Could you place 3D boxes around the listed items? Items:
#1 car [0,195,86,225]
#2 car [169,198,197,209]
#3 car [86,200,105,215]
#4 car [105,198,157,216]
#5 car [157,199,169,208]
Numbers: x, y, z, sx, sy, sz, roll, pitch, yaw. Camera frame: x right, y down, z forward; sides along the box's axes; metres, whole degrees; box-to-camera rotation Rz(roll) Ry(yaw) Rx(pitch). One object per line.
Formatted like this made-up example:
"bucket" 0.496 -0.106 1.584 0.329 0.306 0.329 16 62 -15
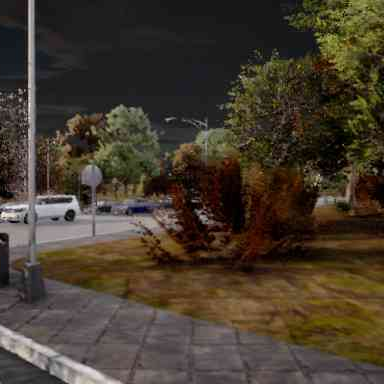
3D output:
"car" -11.115 1.270 25.046 2.150 2.045 5.566 0 0 32
"car" -0.375 1.529 42.047 1.882 1.535 5.008 0 0 32
"car" -9.206 1.583 34.627 1.812 1.442 4.674 0 0 32
"car" -5.951 1.402 33.227 2.097 1.767 4.553 0 0 32
"car" -3.921 1.584 42.972 1.812 1.442 4.674 0 0 32
